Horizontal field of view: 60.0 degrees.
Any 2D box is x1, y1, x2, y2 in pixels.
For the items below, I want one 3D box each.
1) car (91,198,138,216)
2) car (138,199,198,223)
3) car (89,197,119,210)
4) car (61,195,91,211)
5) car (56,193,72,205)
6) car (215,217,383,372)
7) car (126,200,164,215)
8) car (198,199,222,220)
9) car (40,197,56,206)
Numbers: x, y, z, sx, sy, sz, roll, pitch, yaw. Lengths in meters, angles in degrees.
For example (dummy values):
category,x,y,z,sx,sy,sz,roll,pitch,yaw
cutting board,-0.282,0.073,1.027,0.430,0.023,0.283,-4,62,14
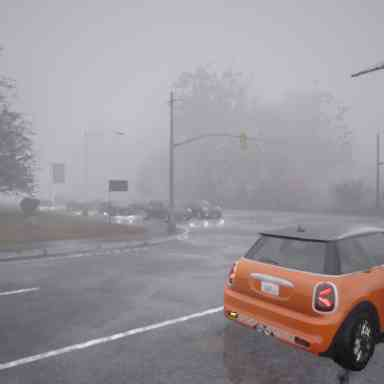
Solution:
category,x,y,z,sx,sy,sz,roll,pitch,yaw
car,-7.889,1.563,33.525,2.033,1.411,5.357,0,0,-39
car,-1.963,1.369,26.132,2.097,1.767,4.553,0,0,-39
car,-11.667,1.497,43.845,1.882,1.535,5.008,0,0,-39
car,-14.137,1.492,41.331,1.882,1.535,5.008,0,0,-39
car,-21.321,1.224,56.035,2.150,2.045,5.566,0,0,-39
car,2.748,1.359,5.951,4.553,1.767,2.097,0,0,-38
car,-5.114,1.621,35.660,1.895,1.301,4.718,0,0,-39
car,0.507,1.373,28.646,2.097,1.767,4.553,0,0,-39
car,-24.115,1.615,53.925,1.895,1.301,4.718,0,0,-39
